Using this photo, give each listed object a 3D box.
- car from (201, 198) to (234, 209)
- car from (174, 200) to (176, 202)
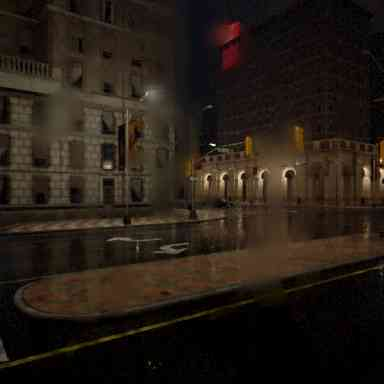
[{"bbox_3d":[3.485,1.547,46.956,2.033,1.411,5.357,0,0,-36],"label":"car"},{"bbox_3d":[-4.640,1.525,58.483,1.812,1.442,4.674,0,0,-35],"label":"car"}]
